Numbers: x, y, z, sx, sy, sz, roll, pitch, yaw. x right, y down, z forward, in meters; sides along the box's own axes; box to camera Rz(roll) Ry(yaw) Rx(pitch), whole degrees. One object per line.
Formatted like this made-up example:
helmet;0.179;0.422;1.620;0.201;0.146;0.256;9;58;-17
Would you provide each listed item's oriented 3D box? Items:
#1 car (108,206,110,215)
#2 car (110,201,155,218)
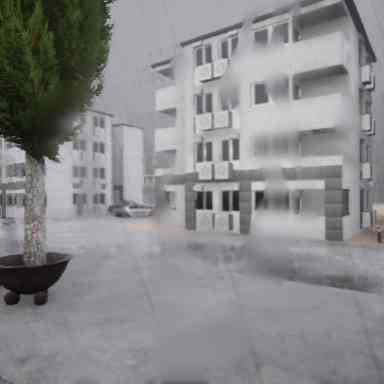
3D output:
car;-5.125;1.851;32.162;4.974;1.542;2.038;0;0;-25
car;-5.173;1.694;32.141;4.536;1.218;1.853;0;0;-25
